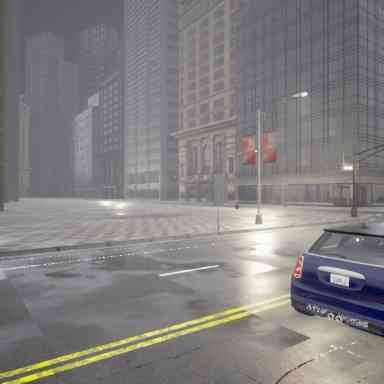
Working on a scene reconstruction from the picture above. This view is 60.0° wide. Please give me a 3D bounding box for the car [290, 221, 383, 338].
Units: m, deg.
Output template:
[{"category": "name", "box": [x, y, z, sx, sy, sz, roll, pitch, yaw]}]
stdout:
[{"category": "car", "box": [3.965, 1.352, 6.286, 4.553, 1.767, 2.097, 0, 0, -36]}]
